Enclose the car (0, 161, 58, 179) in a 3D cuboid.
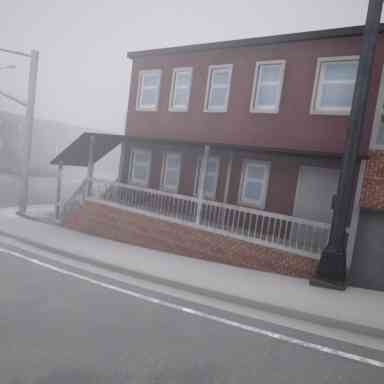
[{"bbox_3d":[-16.339,-2.153,34.109,2.033,1.411,5.357,11,6,36],"label":"car"}]
